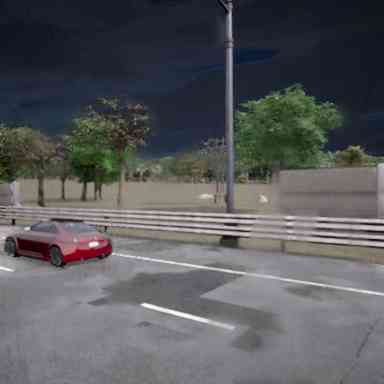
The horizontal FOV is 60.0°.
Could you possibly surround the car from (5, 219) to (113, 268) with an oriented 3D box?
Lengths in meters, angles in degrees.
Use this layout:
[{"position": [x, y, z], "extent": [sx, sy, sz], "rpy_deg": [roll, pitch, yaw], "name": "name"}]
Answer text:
[{"position": [-4.733, 1.634, 11.665], "extent": [4.181, 1.385, 1.994], "rpy_deg": [-1, 0, 35], "name": "car"}]
